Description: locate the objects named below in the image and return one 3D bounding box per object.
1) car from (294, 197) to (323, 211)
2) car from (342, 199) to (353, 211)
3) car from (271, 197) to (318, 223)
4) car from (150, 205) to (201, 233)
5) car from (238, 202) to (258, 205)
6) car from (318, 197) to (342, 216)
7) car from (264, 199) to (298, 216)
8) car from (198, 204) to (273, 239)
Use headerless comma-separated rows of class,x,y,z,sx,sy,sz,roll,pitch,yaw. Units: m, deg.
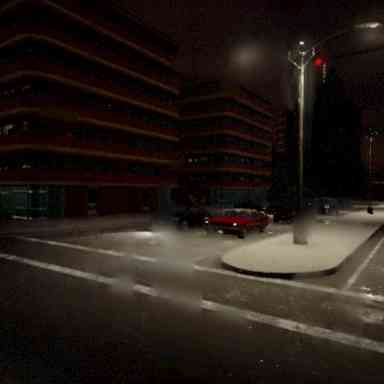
car,14.577,1.429,41.373,2.128,1.511,4.902,1,0,35
car,18.285,1.533,40.595,1.994,1.385,4.181,1,0,35
car,7.732,1.430,25.130,1.882,1.535,5.008,0,0,34
car,-0.512,1.480,19.232,1.994,1.385,4.181,1,0,34
car,4.229,1.485,26.177,1.994,1.385,4.181,1,0,36
car,12.832,1.313,32.615,2.097,1.767,4.553,1,0,34
car,8.927,1.494,33.092,1.994,1.385,4.181,1,0,35
car,2.429,1.548,17.366,1.895,1.301,4.718,1,0,31
